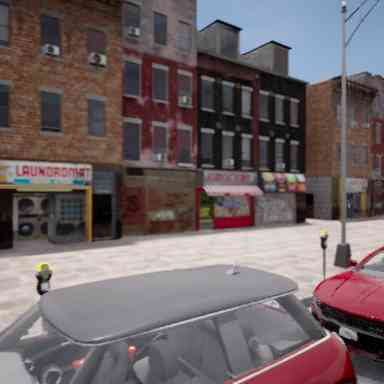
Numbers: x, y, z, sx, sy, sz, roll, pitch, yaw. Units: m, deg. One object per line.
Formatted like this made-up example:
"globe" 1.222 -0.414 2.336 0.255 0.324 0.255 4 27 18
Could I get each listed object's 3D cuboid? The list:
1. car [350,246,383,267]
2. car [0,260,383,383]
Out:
"car" 3.809 1.540 5.495 4.507 1.381 1.887 0 0 -35
"car" -0.656 1.437 2.344 4.097 1.590 1.967 0 0 -35
